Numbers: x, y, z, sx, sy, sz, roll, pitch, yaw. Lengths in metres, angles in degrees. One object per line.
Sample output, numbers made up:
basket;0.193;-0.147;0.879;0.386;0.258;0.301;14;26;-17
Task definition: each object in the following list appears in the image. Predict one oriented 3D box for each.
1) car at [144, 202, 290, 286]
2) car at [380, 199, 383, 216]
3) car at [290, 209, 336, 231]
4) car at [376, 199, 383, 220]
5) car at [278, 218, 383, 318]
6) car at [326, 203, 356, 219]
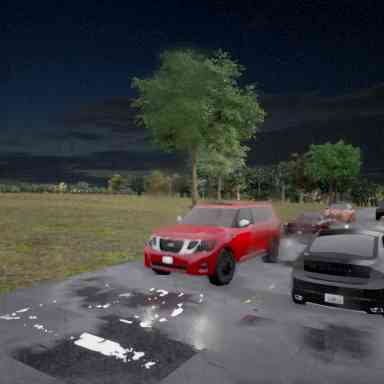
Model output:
car;0.981;1.347;10.365;2.150;2.045;5.566;0;-1;35
car;25.303;1.921;42.254;2.150;2.045;5.566;0;-1;32
car;6.892;1.878;19.596;1.895;1.301;4.718;0;-1;32
car;19.626;1.742;33.094;2.150;2.045;5.566;0;-1;32
car;3.698;1.602;7.708;1.837;1.490;4.892;0;-1;32
car;13.072;1.794;29.441;2.097;1.767;4.553;0;-1;33
